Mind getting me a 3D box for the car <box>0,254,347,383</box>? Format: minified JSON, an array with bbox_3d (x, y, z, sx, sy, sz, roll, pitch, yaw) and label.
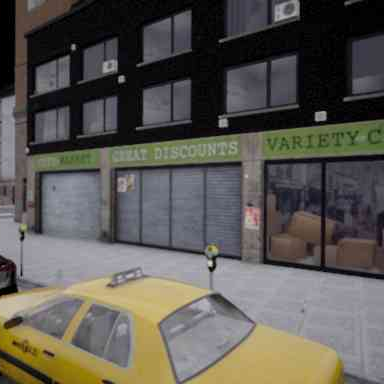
[{"bbox_3d":[-0.902,1.530,3.732,4.829,1.417,1.752,0,1,35],"label":"car"}]
